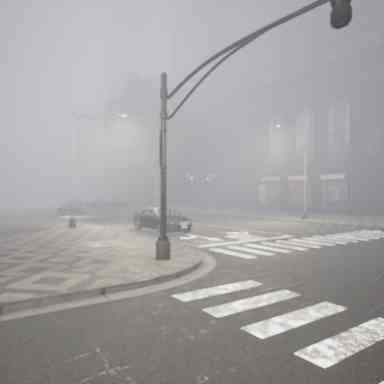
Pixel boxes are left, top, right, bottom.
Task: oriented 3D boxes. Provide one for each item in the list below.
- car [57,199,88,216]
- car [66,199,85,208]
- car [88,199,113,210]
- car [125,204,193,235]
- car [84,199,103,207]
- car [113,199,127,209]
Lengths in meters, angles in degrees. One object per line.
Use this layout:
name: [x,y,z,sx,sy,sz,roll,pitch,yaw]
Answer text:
car: [-13.201,1.782,36.029,1.994,1.385,4.181,0,0,-36]
car: [-19.928,1.910,56.725,1.895,1.301,4.718,0,0,-36]
car: [-13.839,1.770,48.304,2.128,1.511,4.902,0,0,-35]
car: [-1.873,1.653,20.192,2.128,1.511,4.902,0,0,-37]
car: [-17.529,1.926,58.957,1.895,1.301,4.718,0,0,-36]
car: [-11.515,1.773,50.615,1.882,1.535,5.008,0,0,-35]
